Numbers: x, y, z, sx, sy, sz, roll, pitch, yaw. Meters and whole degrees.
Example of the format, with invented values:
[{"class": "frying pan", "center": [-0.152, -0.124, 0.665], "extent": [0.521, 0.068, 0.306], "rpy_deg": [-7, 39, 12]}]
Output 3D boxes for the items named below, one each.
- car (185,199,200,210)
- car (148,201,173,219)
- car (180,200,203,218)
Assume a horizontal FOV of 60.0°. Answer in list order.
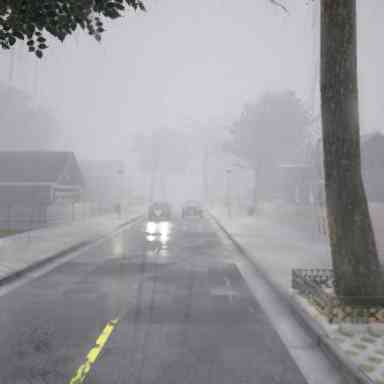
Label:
[{"class": "car", "center": [0.057, 1.708, 45.219], "extent": [1.895, 1.301, 4.718], "rpy_deg": [0, 0, 0]}, {"class": "car", "center": [-2.750, 1.566, 29.649], "extent": [2.128, 1.511, 4.902], "rpy_deg": [0, 0, 0]}, {"class": "car", "center": [0.017, 1.599, 30.794], "extent": [1.812, 1.442, 4.674], "rpy_deg": [0, 0, 1]}]
